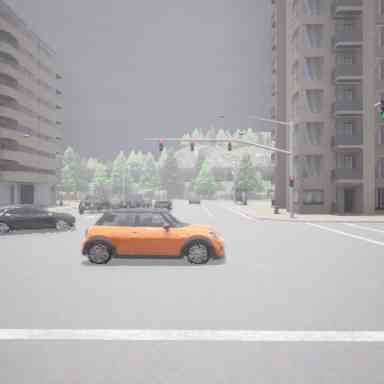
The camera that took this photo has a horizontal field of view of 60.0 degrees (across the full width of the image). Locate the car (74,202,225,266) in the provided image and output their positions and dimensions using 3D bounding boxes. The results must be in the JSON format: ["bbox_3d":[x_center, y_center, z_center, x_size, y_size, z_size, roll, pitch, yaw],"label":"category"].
[{"bbox_3d":[-1.197,1.351,11.093,4.553,1.767,2.097,0,0,1],"label":"car"}]

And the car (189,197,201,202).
[{"bbox_3d":[0.490,1.564,61.520,1.994,1.385,4.181,0,0,5],"label":"car"}]

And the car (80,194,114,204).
[{"bbox_3d":[-10.508,1.221,36.239,2.150,2.045,5.566,0,0,0],"label":"car"}]

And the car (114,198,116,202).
[{"bbox_3d":[-10.478,1.526,45.842,1.812,1.442,4.674,0,0,0],"label":"car"}]

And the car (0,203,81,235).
[{"bbox_3d":[-9.148,1.505,18.767,4.892,1.490,1.837,0,1,-33],"label":"car"}]

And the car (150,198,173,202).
[{"bbox_3d":[-3.375,1.491,39.840,2.128,1.511,4.902,0,0,1],"label":"car"}]

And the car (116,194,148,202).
[{"bbox_3d":[-6.999,1.221,39.442,2.150,2.045,5.566,0,0,0],"label":"car"}]

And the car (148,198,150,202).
[{"bbox_3d":[-6.962,1.526,48.971,1.812,1.442,4.674,0,0,0],"label":"car"}]
